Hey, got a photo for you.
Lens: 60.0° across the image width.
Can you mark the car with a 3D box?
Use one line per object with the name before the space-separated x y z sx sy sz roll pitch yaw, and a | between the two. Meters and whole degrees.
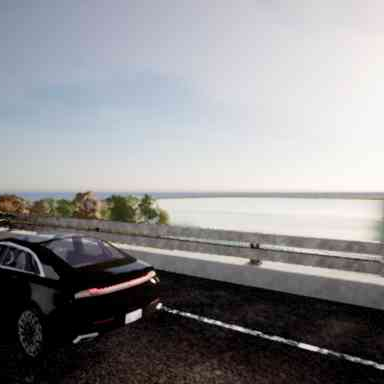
car | -2.772 1.493 5.992 4.902 1.511 2.128 0 0 36
